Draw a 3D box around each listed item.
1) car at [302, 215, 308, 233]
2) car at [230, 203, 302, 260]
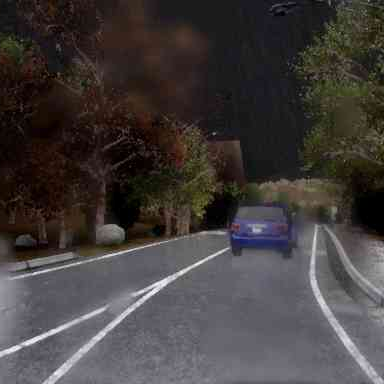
[{"bbox_3d":[8.436,2.404,27.655,2.097,1.767,4.553,0,-4,21],"label":"car"},{"bbox_3d":[3.126,1.474,13.657,2.150,2.045,5.566,0,-2,21],"label":"car"}]
